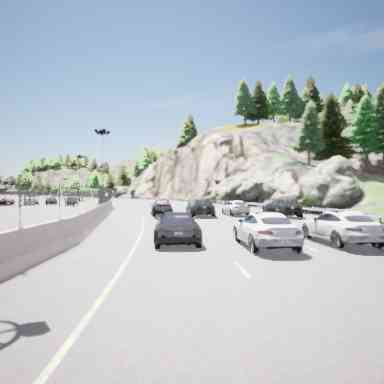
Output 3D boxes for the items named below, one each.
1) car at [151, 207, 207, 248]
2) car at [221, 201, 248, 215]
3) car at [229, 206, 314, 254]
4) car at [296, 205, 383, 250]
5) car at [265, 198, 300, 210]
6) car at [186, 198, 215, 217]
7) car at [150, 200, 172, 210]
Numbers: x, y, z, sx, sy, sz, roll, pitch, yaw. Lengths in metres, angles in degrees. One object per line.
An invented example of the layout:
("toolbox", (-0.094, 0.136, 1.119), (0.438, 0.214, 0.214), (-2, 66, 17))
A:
("car", (-0.687, 1.575, 14.869), (1.994, 1.385, 4.181), (0, 0, -5))
("car", (4.165, 1.538, 31.815), (1.812, 1.442, 4.674), (0, 0, -10))
("car", (2.956, 1.529, 13.465), (1.812, 1.442, 4.674), (0, 0, -4))
("car", (6.391, 1.522, 14.303), (1.812, 1.442, 4.674), (0, 0, -5))
("car", (8.041, 1.355, 29.793), (2.097, 1.767, 4.553), (0, 0, -9))
("car", (0.731, 1.371, 31.101), (2.097, 1.767, 4.553), (0, 0, -10))
("car", (-2.966, 1.519, 31.979), (2.128, 1.511, 4.902), (0, 0, -10))
